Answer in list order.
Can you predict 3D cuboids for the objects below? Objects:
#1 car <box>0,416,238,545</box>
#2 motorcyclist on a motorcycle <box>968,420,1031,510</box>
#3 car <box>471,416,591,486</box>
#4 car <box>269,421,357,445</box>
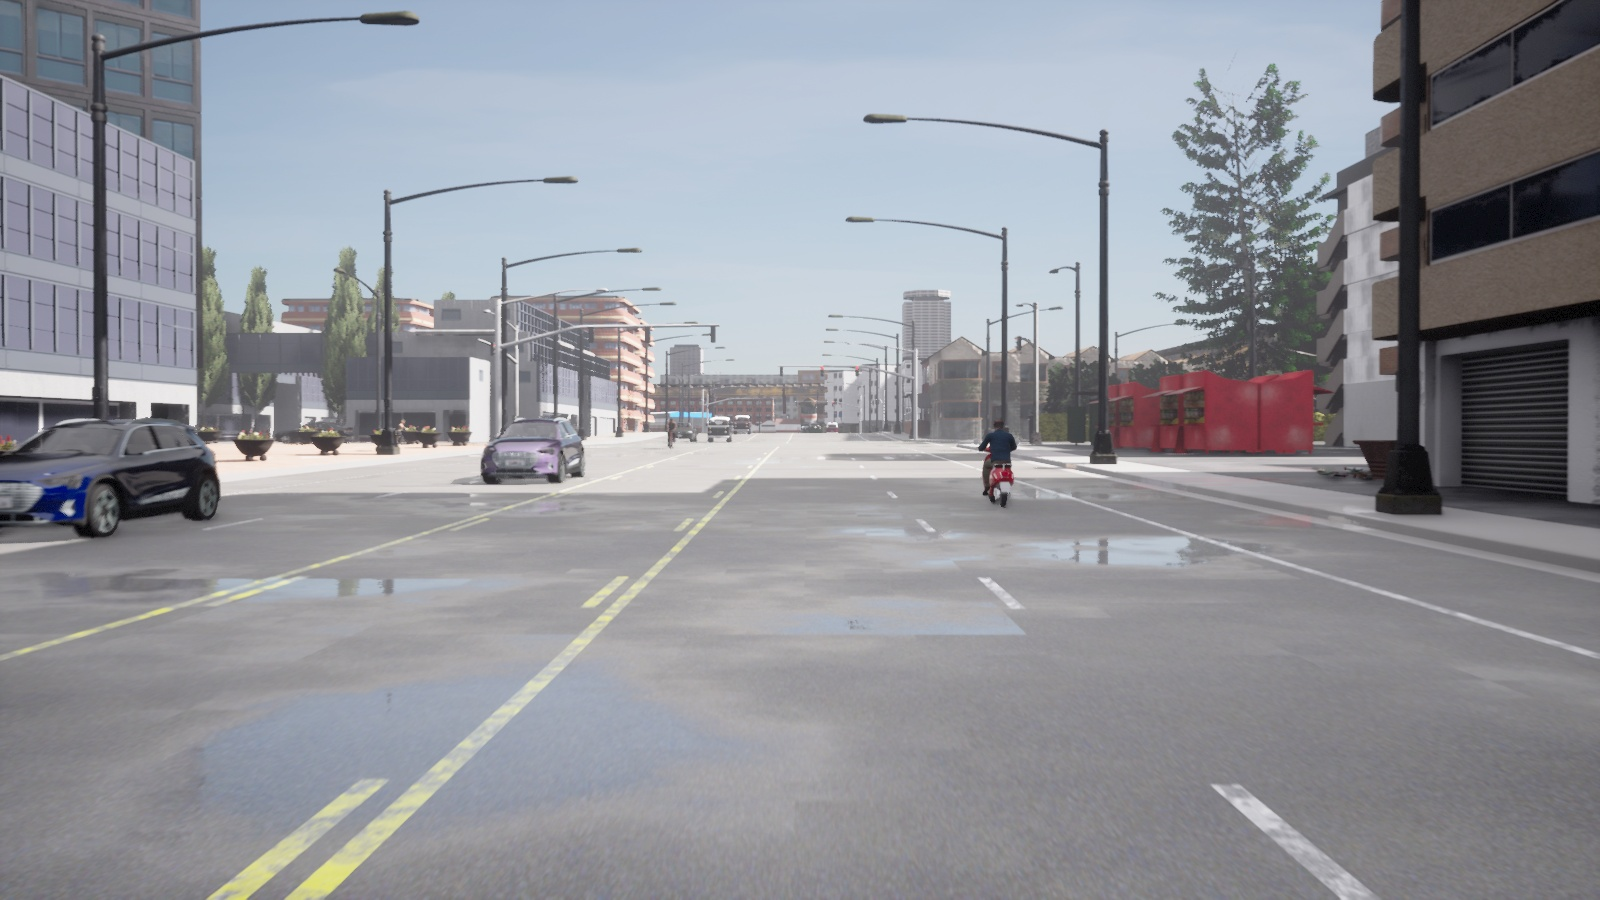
[{"bbox_3d":[-10.377,0.328,18.456,2.033,1.649,4.856,0,2,0],"label":"car"},{"bbox_3d":[3.651,0.237,23.150,0.866,1.590,1.817,0,1,0],"label":"motorcyclist on a motorcycle"},{"bbox_3d":[-6.796,-0.036,32.272,2.033,1.649,4.856,0,2,0],"label":"car"},{"bbox_3d":[-31.051,-1.078,80.089,4.892,1.490,1.837,0,1,1],"label":"car"}]
